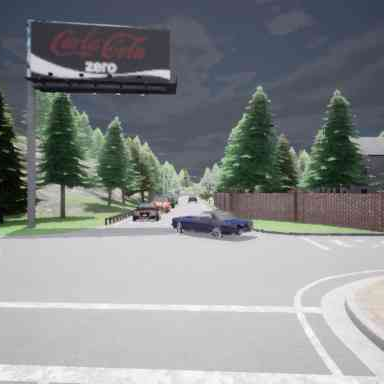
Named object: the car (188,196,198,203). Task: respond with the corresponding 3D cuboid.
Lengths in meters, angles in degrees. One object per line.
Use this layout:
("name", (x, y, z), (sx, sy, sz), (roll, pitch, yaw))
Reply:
("car", (0.150, 1.505, 68.785), (1.837, 1.490, 4.892), (0, 0, 0))

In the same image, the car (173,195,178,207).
("car", (-3.554, 1.221, 47.235), (2.150, 2.045, 5.566), (0, 0, 0))

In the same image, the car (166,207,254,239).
("car", (0.986, 1.709, 18.385), (1.895, 1.301, 4.718), (-2, 2, -44))

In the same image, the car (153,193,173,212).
("car", (-3.574, 1.352, 36.912), (2.097, 1.767, 4.553), (0, 0, 0))

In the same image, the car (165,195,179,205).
("car", (-3.507, 1.352, 58.503), (2.097, 1.767, 4.553), (0, 0, 1))

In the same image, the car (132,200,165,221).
("car", (-3.553, 1.564, 26.821), (1.994, 1.385, 4.181), (0, 0, -1))
